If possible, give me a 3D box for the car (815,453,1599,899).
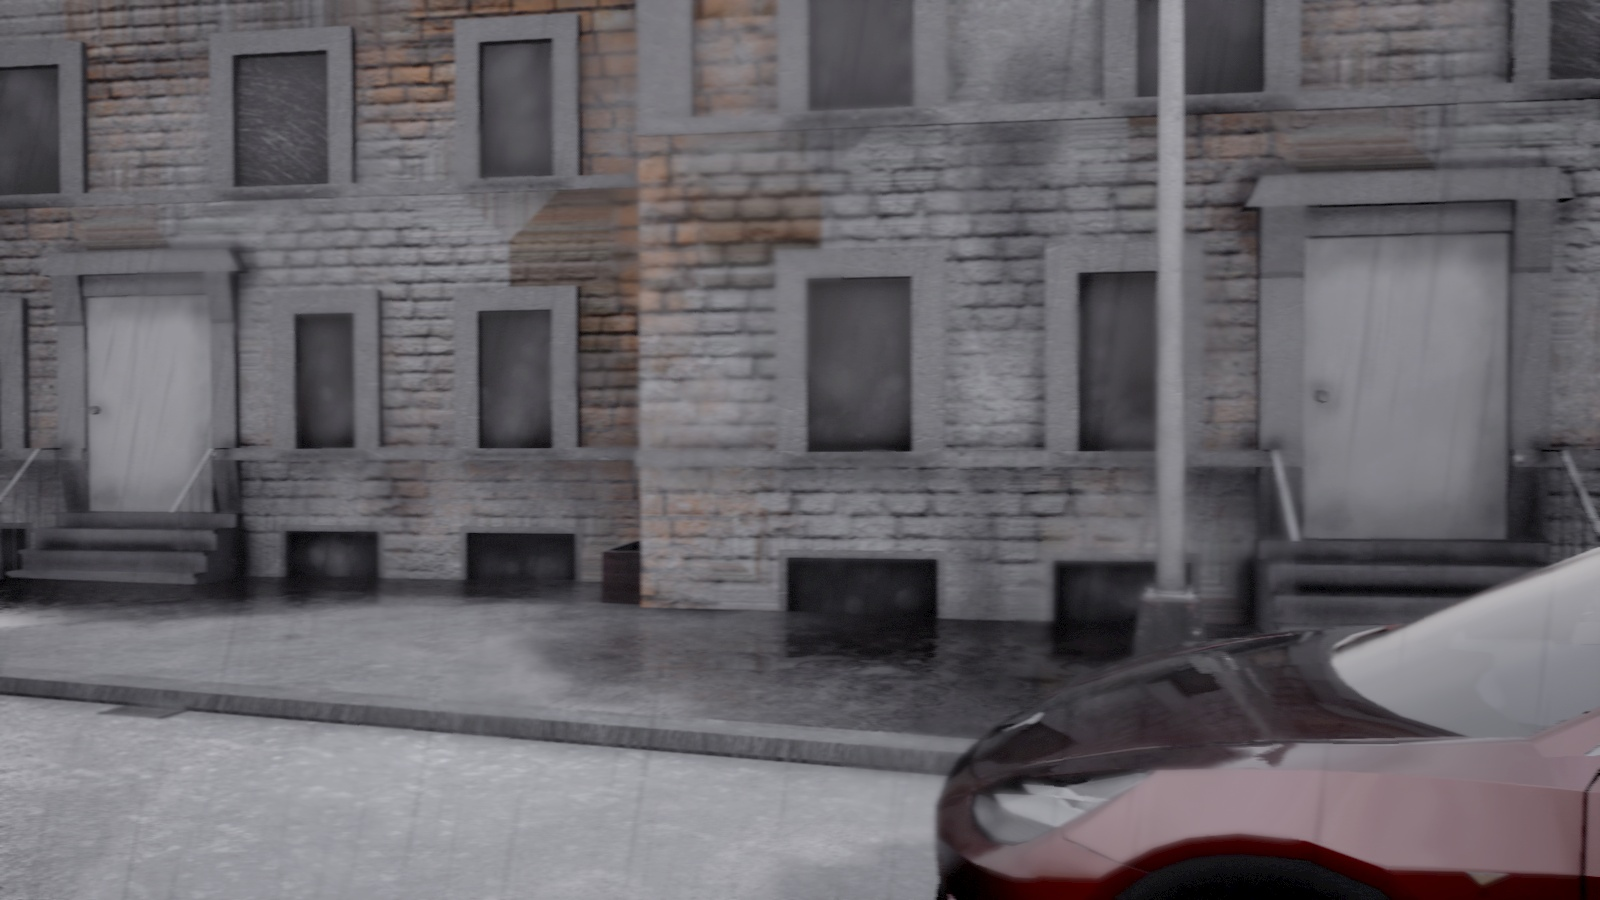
[{"bbox_3d":[2.647,0.791,2.829,4.792,1.488,2.163,1,1,19],"label":"car"}]
